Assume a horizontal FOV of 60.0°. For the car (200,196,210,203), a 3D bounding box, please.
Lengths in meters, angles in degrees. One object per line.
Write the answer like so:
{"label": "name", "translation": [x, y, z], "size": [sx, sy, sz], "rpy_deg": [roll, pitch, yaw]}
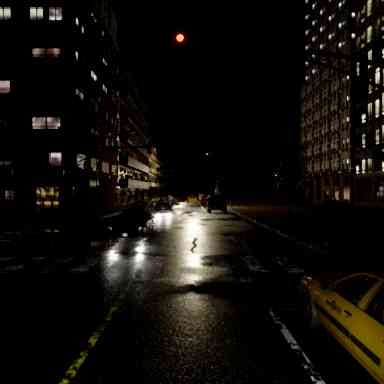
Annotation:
{"label": "car", "translation": [2.684, 1.600, 69.509], "size": [1.887, 1.381, 4.507], "rpy_deg": [0, 0, 0]}

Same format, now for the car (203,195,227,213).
{"label": "car", "translation": [2.684, 1.326, 36.349], "size": [2.192, 1.841, 5.009], "rpy_deg": [0, 0, 0]}

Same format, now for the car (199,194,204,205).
{"label": "car", "translation": [2.683, 1.353, 58.455], "size": [2.192, 1.841, 5.009], "rpy_deg": [0, 0, 0]}

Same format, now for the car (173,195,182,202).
{"label": "car", "translation": [-3.002, 1.358, 69.306], "size": [1.812, 1.442, 4.674], "rpy_deg": [0, 0, 0]}

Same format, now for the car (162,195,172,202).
{"label": "car", "translation": [-5.697, 1.505, 75.035], "size": [1.967, 1.590, 4.097], "rpy_deg": [0, 0, 0]}

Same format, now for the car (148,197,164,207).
{"label": "car", "translation": [-5.695, 1.580, 52.928], "size": [2.008, 1.369, 4.403], "rpy_deg": [0, 0, 0]}

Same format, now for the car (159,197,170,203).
{"label": "car", "translation": [-5.696, 1.638, 69.509], "size": [1.802, 1.307, 4.206], "rpy_deg": [0, 0, 0]}

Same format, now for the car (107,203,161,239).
{"label": "car", "translation": [-3.110, 1.590, 18.063], "size": [2.033, 1.411, 5.357], "rpy_deg": [0, 0, 0]}

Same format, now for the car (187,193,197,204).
{"label": "car", "translation": [0.098, 1.527, 65.363], "size": [1.882, 1.535, 5.008], "rpy_deg": [0, 0, 0]}

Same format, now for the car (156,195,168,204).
{"label": "car", "translation": [-5.697, 1.487, 63.982], "size": [1.967, 1.590, 4.097], "rpy_deg": [0, 0, 0]}

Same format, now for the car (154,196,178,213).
{"label": "car", "translation": [-3.099, 1.504, 38.093], "size": [2.128, 1.511, 4.902], "rpy_deg": [0, 0, 0]}

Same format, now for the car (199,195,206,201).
{"label": "car", "translation": [2.684, 1.612, 86.258], "size": [1.752, 1.417, 4.829], "rpy_deg": [0, 0, 0]}

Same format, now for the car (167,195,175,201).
{"label": "car", "translation": [-5.697, 1.642, 91.614], "size": [1.887, 1.381, 4.507], "rpy_deg": [0, 0, 0]}

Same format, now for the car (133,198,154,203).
{"label": "car", "translation": [-5.694, 1.562, 36.348], "size": [2.008, 1.369, 4.403], "rpy_deg": [0, 0, 0]}

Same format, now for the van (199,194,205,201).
{"label": "van", "translation": [2.682, 1.439, 91.614], "size": [1.690, 1.788, 3.998], "rpy_deg": [0, 0, 0]}

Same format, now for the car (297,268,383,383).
{"label": "car", "translation": [2.687, 1.525, 4.106], "size": [1.752, 1.417, 4.829], "rpy_deg": [0, 0, 0]}

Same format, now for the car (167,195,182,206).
{"label": "car", "translation": [-3.095, 1.578, 53.766], "size": [2.033, 1.411, 5.357], "rpy_deg": [0, 0, 0]}

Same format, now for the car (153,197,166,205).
{"label": "car", "translation": [-5.696, 1.582, 58.454], "size": [1.887, 1.381, 4.507], "rpy_deg": [0, 0, 0]}

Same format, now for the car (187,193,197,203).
{"label": "car", "translation": [0.000, 1.291, 75.839], "size": [2.150, 2.045, 5.566], "rpy_deg": [0, 0, 0]}

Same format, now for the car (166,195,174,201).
{"label": "car", "translation": [-5.697, 1.611, 85.918], "size": [1.752, 1.417, 4.829], "rpy_deg": [0, 0, 0]}

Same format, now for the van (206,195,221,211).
{"label": "van", "translation": [2.684, 1.357, 41.875], "size": [1.690, 1.788, 3.998], "rpy_deg": [0, 0, 0]}
